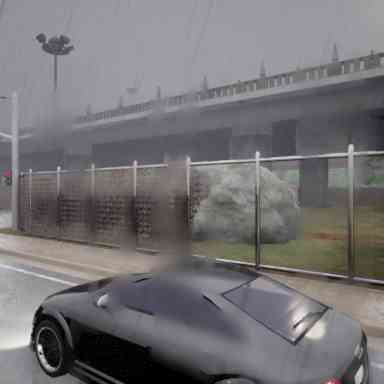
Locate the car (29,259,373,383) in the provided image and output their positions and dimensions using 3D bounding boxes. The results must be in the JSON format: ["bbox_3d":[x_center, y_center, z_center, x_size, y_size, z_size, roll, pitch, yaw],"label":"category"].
[{"bbox_3d":[-0.155,1.564,4.101,4.181,1.385,1.994,0,0,36],"label":"car"}]
